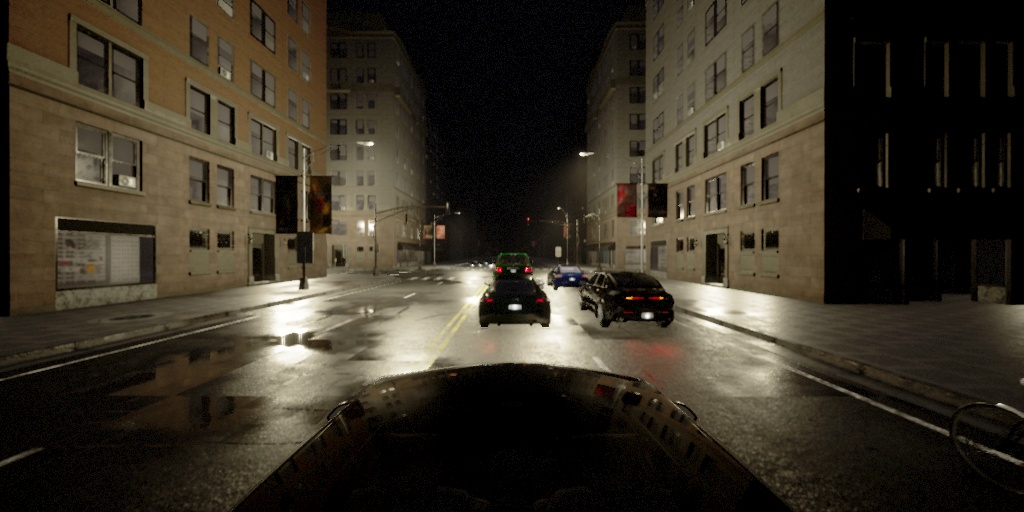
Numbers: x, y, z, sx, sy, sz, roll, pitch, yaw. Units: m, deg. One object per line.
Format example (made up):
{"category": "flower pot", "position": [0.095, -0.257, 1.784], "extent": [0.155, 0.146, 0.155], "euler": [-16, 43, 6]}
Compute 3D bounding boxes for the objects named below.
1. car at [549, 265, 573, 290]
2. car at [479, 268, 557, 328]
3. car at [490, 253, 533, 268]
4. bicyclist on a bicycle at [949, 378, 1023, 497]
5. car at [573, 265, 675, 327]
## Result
{"category": "car", "position": [3.210, 1.200, 21.155], "extent": [1.994, 1.385, 4.181], "euler": [0, 0, 0]}
{"category": "car", "position": [0.079, 1.258, 11.144], "extent": [1.994, 1.385, 4.181], "euler": [0, 0, 0]}
{"category": "car", "position": [0.061, 0.859, 21.000], "extent": [2.150, 2.045, 5.566], "euler": [0, 0, 0]}
{"category": "bicyclist on a bicycle", "position": [4.141, 1.115, 2.479], "extent": [0.659, 1.776, 1.843], "euler": [0, 1, 0]}
{"category": "car", "position": [3.326, 1.199, 11.231], "extent": [1.837, 1.490, 4.892], "euler": [0, 0, 0]}
